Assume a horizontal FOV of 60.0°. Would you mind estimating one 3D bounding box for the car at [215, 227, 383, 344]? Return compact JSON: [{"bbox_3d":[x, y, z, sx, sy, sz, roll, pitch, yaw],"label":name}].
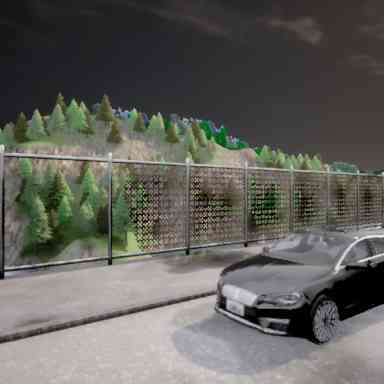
[{"bbox_3d":[2.657,1.491,6.475,4.902,1.511,2.128,0,0,-35],"label":"car"}]
